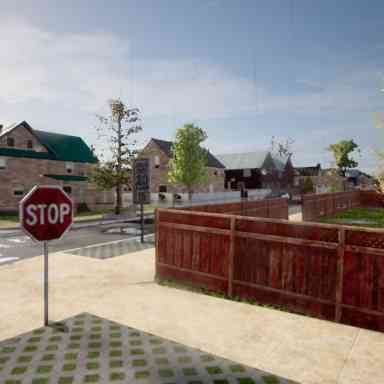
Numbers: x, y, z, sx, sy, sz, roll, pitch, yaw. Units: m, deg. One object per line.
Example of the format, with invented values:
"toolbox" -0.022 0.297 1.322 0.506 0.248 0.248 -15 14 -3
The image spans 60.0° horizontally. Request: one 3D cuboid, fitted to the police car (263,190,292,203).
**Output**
"police car" 9.619 0.606 37.610 2.038 1.542 4.974 -1 1 36
